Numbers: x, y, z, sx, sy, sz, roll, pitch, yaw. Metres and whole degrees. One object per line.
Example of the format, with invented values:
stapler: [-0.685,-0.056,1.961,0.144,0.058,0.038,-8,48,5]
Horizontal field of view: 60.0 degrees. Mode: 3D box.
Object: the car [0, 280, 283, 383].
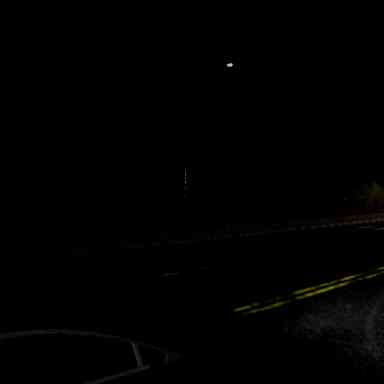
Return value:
car: [-1.355,1.493,2.507,4.902,1.511,2.128,0,0,-36]
